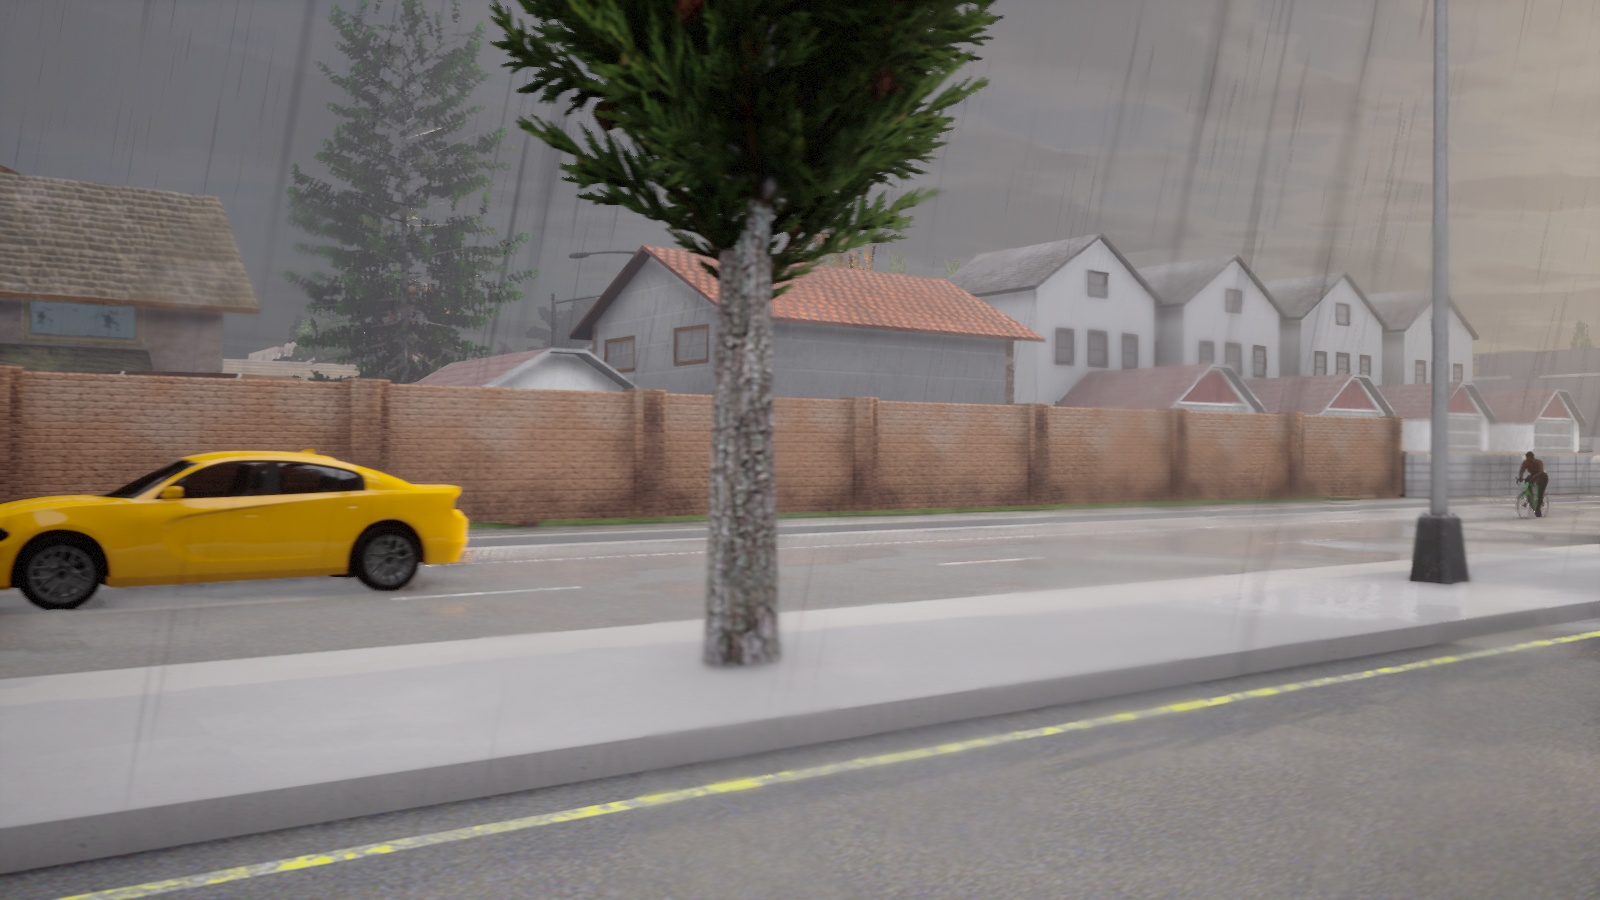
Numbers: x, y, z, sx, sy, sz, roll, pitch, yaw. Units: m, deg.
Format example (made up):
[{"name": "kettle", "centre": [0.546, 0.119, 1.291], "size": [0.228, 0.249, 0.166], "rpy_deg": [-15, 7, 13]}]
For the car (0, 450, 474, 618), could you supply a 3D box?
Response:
[{"name": "car", "centre": [-6.229, 0.773, 13.343], "size": [5.008, 1.535, 1.882], "rpy_deg": [0, 0, -35]}]

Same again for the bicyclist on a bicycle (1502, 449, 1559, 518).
[{"name": "bicyclist on a bicycle", "centre": [17.592, 0.786, 30.231], "size": [1.656, 1.620, 0.582], "rpy_deg": [0, 0, -37]}]
